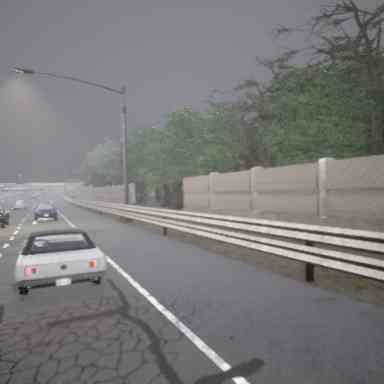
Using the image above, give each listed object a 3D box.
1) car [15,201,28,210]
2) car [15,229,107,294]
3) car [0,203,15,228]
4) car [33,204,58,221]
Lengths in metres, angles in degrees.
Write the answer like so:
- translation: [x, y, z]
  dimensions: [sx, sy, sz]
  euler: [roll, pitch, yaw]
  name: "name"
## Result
- translation: [-28.002, 2.155, 54.209]
  dimensions: [1.812, 1.442, 4.674]
  euler: [-2, 0, -24]
  name: "car"
- translation: [-3.709, 1.681, 9.220]
  dimensions: [1.895, 1.301, 4.718]
  euler: [-2, 0, -25]
  name: "car"
- translation: [-14.651, 1.843, 24.528]
  dimensions: [2.128, 1.511, 4.902]
  euler: [-2, 0, -24]
  name: "car"
- translation: [-13.420, 1.814, 30.543]
  dimensions: [1.812, 1.442, 4.674]
  euler: [-2, 0, -24]
  name: "car"
